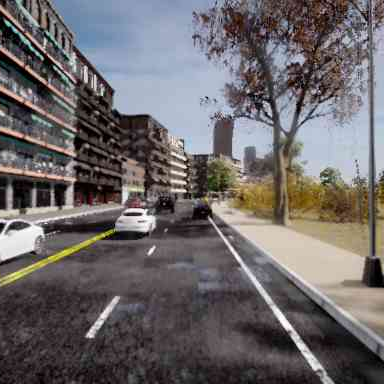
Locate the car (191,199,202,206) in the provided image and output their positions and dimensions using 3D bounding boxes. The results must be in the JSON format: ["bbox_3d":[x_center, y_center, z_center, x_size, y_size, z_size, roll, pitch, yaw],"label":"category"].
[{"bbox_3d":[0.986,2.082,66.775,1.895,1.301,4.718,0,-1,4],"label":"car"}]

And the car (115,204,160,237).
[{"bbox_3d":[-3.141,1.666,19.090,1.812,1.442,4.674,0,0,0],"label":"car"}]

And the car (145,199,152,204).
[{"bbox_3d":[-6.243,1.895,53.039,2.128,1.511,4.902,0,0,3],"label":"car"}]

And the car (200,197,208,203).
[{"bbox_3d":[3.253,2.078,90.246,1.882,1.535,5.008,0,-1,7],"label":"car"}]

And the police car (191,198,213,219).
[{"bbox_3d":[0.989,1.665,32.330,1.930,1.638,5.238,0,0,0],"label":"police car"}]

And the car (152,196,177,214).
[{"bbox_3d":[-3.115,1.525,40.452,2.150,2.045,5.566,0,0,0],"label":"car"}]

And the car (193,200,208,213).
[{"bbox_3d":[1.012,1.841,42.164,1.812,1.442,4.674,0,0,1],"label":"car"}]

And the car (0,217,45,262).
[{"bbox_3d":[-6.593,1.608,11.121,1.812,1.442,4.674,0,0,0],"label":"car"}]

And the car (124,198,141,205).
[{"bbox_3d":[-9.484,1.758,53.314,2.097,1.767,4.553,0,0,3],"label":"car"}]
